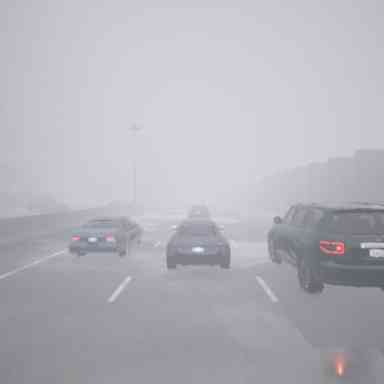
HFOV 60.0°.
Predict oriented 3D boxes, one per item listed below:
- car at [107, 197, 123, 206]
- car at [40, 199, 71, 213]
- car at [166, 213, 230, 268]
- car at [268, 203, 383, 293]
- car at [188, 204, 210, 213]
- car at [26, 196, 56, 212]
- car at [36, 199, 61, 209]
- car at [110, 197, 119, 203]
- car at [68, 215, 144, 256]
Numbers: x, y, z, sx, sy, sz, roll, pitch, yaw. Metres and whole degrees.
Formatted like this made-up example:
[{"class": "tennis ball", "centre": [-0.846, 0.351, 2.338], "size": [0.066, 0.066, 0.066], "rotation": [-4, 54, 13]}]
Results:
[{"class": "car", "centre": [-13.455, 2.028, 58.535], "size": [2.033, 1.411, 5.357], "rotation": [0, 0, -1]}, {"class": "car", "centre": [-16.895, 1.909, 41.868], "size": [1.994, 1.385, 4.181], "rotation": [0, -1, 0]}, {"class": "car", "centre": [0.216, 1.661, 11.667], "size": [1.994, 1.385, 4.181], "rotation": [0, 0, 1]}, {"class": "car", "centre": [3.662, 1.299, 9.172], "size": [2.150, 2.045, 5.566], "rotation": [0, 0, 1]}, {"class": "car", "centre": [0.650, 1.821, 31.183], "size": [1.994, 1.385, 4.181], "rotation": [0, 0, 1]}, {"class": "car", "centre": [-20.378, 1.595, 45.431], "size": [2.150, 2.045, 5.566], "rotation": [0, 0, 0]}, {"class": "car", "centre": [-23.924, 1.950, 55.647], "size": [2.128, 1.511, 4.902], "rotation": [0, 0, 0]}, {"class": "car", "centre": [-19.450, 2.022, 83.841], "size": [1.882, 1.535, 5.008], "rotation": [0, 0, -10]}, {"class": "car", "centre": [-3.260, 1.660, 13.601], "size": [2.033, 1.411, 5.357], "rotation": [0, 0, 1]}]
